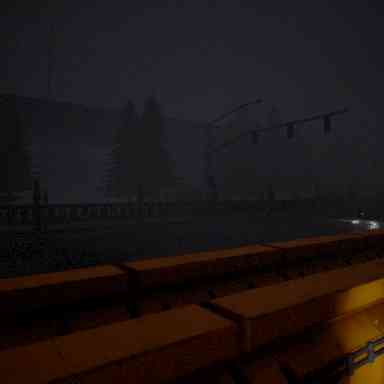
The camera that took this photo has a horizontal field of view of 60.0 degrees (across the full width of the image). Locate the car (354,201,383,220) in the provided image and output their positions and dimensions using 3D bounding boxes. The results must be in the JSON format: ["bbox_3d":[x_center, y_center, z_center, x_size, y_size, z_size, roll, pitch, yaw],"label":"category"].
[{"bbox_3d":[15.591,1.504,27.954,4.892,1.490,1.837,0,0,-35],"label":"car"}]
